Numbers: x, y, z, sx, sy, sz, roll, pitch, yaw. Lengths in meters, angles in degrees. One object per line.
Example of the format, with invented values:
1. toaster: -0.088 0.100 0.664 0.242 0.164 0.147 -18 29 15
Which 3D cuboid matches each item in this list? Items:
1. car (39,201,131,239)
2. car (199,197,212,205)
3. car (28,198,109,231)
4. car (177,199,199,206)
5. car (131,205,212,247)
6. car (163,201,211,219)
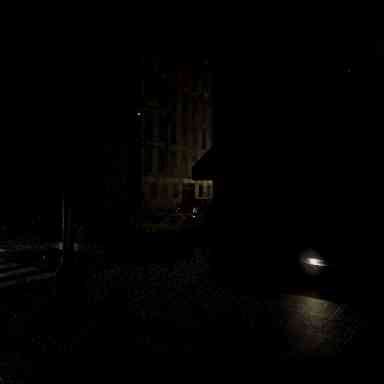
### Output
1. car: -5.159 1.457 17.779 1.882 1.535 5.008 0 0 34
2. car: 2.896 1.314 19.618 2.192 1.841 5.009 0 0 36
3. car: -6.931 1.282 19.670 2.192 1.841 5.009 0 0 36
4. car: 0.676 1.321 25.948 2.097 1.767 4.553 0 0 35
5. car: -0.308 1.530 15.136 1.752 1.417 4.829 0 0 36
6. car: -0.330 1.521 28.912 1.947 1.339 4.313 0 0 36
